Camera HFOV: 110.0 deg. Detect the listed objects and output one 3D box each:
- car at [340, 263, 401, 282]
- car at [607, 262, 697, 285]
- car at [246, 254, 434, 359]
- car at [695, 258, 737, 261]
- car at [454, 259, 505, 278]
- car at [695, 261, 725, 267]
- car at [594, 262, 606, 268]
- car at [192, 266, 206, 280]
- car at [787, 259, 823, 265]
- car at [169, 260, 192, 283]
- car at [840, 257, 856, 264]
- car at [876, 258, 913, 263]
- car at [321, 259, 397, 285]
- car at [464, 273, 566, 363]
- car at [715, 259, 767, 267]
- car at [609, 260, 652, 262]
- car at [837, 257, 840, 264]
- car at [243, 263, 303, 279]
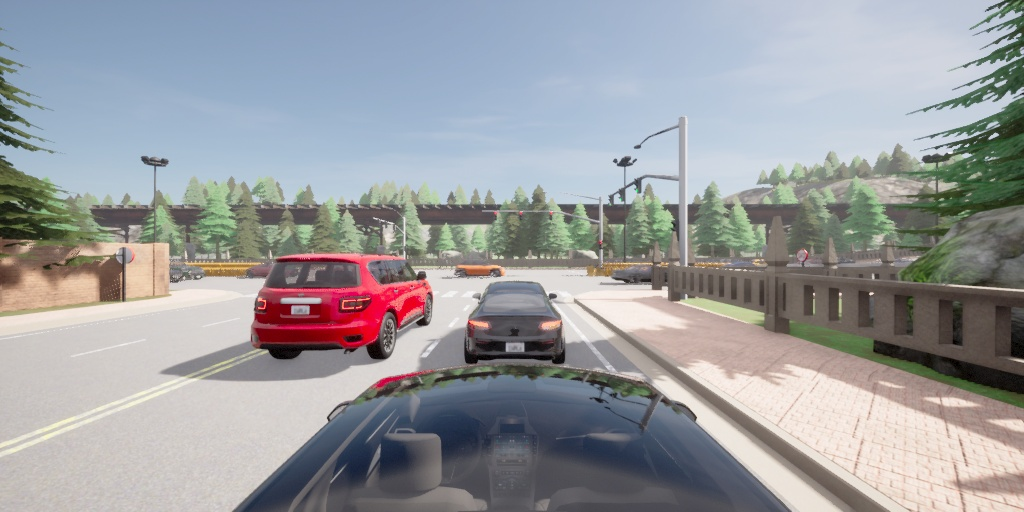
[{"bbox_3d":[-11.367,1.312,29.021,4.181,1.385,1.994,0,0,0],"label":"car"},{"bbox_3d":[9.773,1.296,25.422,5.357,1.411,2.033,0,0,0],"label":"car"},{"bbox_3d":[-3.440,0.971,8.515,2.150,2.045,5.566,0,0,0],"label":"car"},{"bbox_3d":[22.433,1.100,39.573,4.553,1.767,2.097,0,0,0],"label":"car"},{"bbox_3d":[-2.855,1.100,32.482,4.553,1.767,2.097,0,0,0],"label":"car"},{"bbox_3d":[14.311,1.313,28.903,4.181,1.385,1.994,0,0,0],"label":"car"},{"bbox_3d":[13.139,1.239,46.609,4.902,1.511,2.128,0,0,0],"label":"car"},{"bbox_3d":[-27.686,1.100,29.096,4.553,1.767,2.097,0,0,0],"label":"car"},{"bbox_3d":[31.421,1.335,39.555,4.718,1.301,1.895,0,0,0],"label":"car"},{"bbox_3d":[-26.284,1.252,25.589,4.892,1.490,1.837,1,0,0],"label":"car"},{"bbox_3d":[41.609,0.951,46.535,4.892,1.490,1.837,-3,0,0],"label":"car"},{"bbox_3d":[42.055,0.973,39.534,5.357,1.411,2.033,-3,0,0],"label":"car"},{"bbox_3d":[-10.777,1.100,25.519,4.553,1.767,2.097,0,0,0],"label":"car"},{"bbox_3d":[0.063,1.275,7.963,1.812,1.442,4.674,0,0,0],"label":"car"},{"bbox_3d":[21.150,1.274,32.373,4.674,1.442,1.812,0,0,0],"label":"car"},{"bbox_3d":[13.412,1.226,39.609,5.008,1.535,1.882,0,0,0],"label":"car"},{"bbox_3d":[35.687,1.139,43.050,5.008,1.535,1.882,-1,0,0],"label":"car"},{"bbox_3d":[-21.637,1.312,32.568,4.181,1.385,1.994,0,0,0],"label":"car"}]
